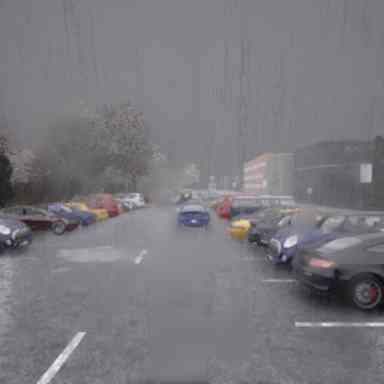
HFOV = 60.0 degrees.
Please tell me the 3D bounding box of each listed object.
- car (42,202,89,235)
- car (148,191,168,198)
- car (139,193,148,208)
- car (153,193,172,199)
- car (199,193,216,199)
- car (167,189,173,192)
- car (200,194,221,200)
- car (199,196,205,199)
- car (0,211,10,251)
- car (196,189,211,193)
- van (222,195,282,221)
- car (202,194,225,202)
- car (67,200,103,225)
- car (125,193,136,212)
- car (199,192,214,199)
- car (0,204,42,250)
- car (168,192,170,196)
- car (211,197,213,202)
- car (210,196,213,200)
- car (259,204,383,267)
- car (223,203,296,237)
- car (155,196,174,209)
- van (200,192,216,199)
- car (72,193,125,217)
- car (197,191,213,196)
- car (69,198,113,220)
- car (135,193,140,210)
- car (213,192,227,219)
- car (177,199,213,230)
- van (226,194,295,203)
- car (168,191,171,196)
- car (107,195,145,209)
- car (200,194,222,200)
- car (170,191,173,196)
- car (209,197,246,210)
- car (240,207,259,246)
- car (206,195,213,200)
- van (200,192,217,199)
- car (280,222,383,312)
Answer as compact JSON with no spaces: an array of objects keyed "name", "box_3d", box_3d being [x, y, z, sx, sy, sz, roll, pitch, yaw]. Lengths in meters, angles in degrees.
[{"name":"car","box_3d":[-8.506,1.493,18.204,4.792,1.488,2.163,0,0,0]},{"name":"car","box_3d":[-8.168,1.048,72.107,4.553,1.767,2.185,0,0,0]},{"name":"car","box_3d":[-8.560,1.178,40.484,5.566,2.045,2.435,0,0,0]},{"name":"car","box_3d":[-8.133,1.102,91.760,5.008,1.535,2.097,0,0,0]},{"name":"car","box_3d":[4.442,1.107,94.725,4.674,1.452,2.002,0,1,0]},{"name":"car","box_3d":[-8.120,0.864,88.924,5.566,2.045,2.435,0,0,0]},{"name":"car","box_3d":[4.399,1.144,80.583,5.008,1.535,2.097,0,0,0]},{"name":"car","box_3d":[0.109,1.499,39.129,2.033,1.411,5.357,0,0,0]},{"name":"car","box_3d":[-8.544,1.475,9.849,4.892,1.521,2.231,0,0,0]},{"name":"car","box_3d":[4.440,0.883,83.409,5.566,2.045,2.435,0,0,0]},{"name":"van","box_3d":[4.662,1.225,26.438,4.442,1.987,1.878,0,0,0]},{"name":"car","box_3d":[4.369,1.223,69.281,4.674,1.452,2.002,0,0,0]},{"name":"car","box_3d":[-8.541,1.460,20.990,5.008,1.535,2.097,0,0,0]},{"name":"car","box_3d":[-8.564,1.313,34.789,4.553,1.767,2.185,0,0,0]},{"name":"car","box_3d":[4.334,1.222,66.454,4.792,1.488,2.163,0,0,0]},{"name":"car","box_3d":[-8.569,1.345,12.635,4.553,1.767,2.185,0,0,0]},{"name":"car","box_3d":[-8.186,1.164,74.807,5.008,1.535,2.097,0,0,0]},{"name":"car","box_3d":[4.576,1.471,32.129,4.792,1.488,2.163,0,0,0]},{"name":"car","box_3d":[4.545,1.478,34.912,4.674,1.452,2.002,0,0,0]},{"name":"car","box_3d":[4.573,1.348,9.862,4.553,1.767,2.185,0,0,0]},{"name":"car","box_3d":[4.358,1.464,15.430,5.366,1.575,1.946,0,0,0]},{"name":"car","box_3d":[-3.484,1.564,44.598,1.895,1.301,4.718,0,0,0]},{"name":"van","box_3d":[4.320,0.876,91.765,4.442,1.987,1.878,0,0,0]},{"name":"car","box_3d":[-8.563,1.200,26.434,5.566,2.045,2.435,0,0,0]},{"name":"car","box_3d":[4.202,1.160,74.933,5.366,1.575,1.946,0,0,0]},{"name":"car","box_3d":[-8.720,1.453,23.650,5.366,1.575,1.946,0,0,0]},{"name":"car","box_3d":[-8.563,1.308,37.574,4.553,1.767,2.185,0,0,0]},{"name":"car","box_3d":[4.573,1.204,23.779,5.566,2.045,2.435,0,0,0]},{"name":"car","box_3d":[0.105,1.457,20.914,1.882,1.535,5.008,0,0,0]},{"name":"van","box_3d":[4.661,1.233,20.996,4.442,1.987,1.878,0,0,0]},{"name":"car","box_3d":[-8.180,1.145,80.579,4.892,1.521,2.231,0,0,0]},{"name":"car","box_3d":[-8.500,1.299,43.270,4.553,1.767,2.185,0,0,0]},{"name":"car","box_3d":[4.401,1.153,77.759,5.008,1.535,2.097,0,0,0]},{"name":"car","box_3d":[-8.127,1.154,86.101,4.792,1.488,2.163,0,0,0]},{"name":"car","box_3d":[4.534,1.465,43.120,4.674,1.452,2.002,-1,0,0]},{"name":"car","box_3d":[4.536,1.471,12.646,4.892,1.521,2.231,0,0,0]},{"name":"car","box_3d":[4.734,1.426,40.478,5.366,1.575,1.946,0,0,0]},{"name":"van","box_3d":[4.304,0.898,86.234,4.442,1.987,1.878,0,0,0]},{"name":"car","box_3d":[4.539,1.515,7.079,4.674,1.452,2.002,0,0,0]}]
